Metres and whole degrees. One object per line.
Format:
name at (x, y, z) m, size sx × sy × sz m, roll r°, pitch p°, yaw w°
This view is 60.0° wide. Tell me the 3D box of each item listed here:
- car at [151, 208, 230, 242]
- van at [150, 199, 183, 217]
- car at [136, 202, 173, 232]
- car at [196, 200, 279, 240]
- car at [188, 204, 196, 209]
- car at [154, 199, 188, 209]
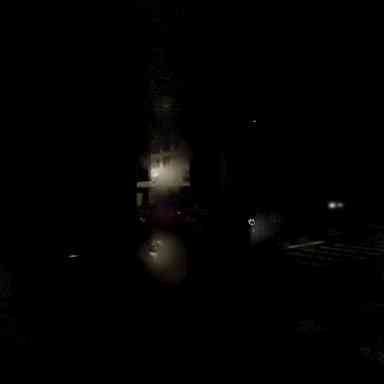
car at (-0.195, 1.777, 17.608) m, size 1.802 × 1.307 × 4.206 m, roll -1°, pitch 0°, yaw -35°
van at (-2.841, 1.686, 36.003) m, size 1.690 × 1.788 × 3.998 m, roll -1°, pitch 0°, yaw -35°
car at (-3.393, 1.704, 22.090) m, size 1.967 × 1.590 × 4.097 m, roll -1°, pitch 0°, yaw -35°
car at (2.535, 1.516, 18.347) m, size 2.097 × 1.767 × 4.553 m, roll 0°, pitch 0°, yaw -35°
car at (0.258, 1.802, 31.660) m, size 1.752 × 1.417 × 4.829 m, roll -1°, pitch 0°, yaw -35°
car at (-2.630, 1.628, 25.626) m, size 2.097 × 1.767 × 4.553 m, roll 0°, pitch 0°, yaw -35°
